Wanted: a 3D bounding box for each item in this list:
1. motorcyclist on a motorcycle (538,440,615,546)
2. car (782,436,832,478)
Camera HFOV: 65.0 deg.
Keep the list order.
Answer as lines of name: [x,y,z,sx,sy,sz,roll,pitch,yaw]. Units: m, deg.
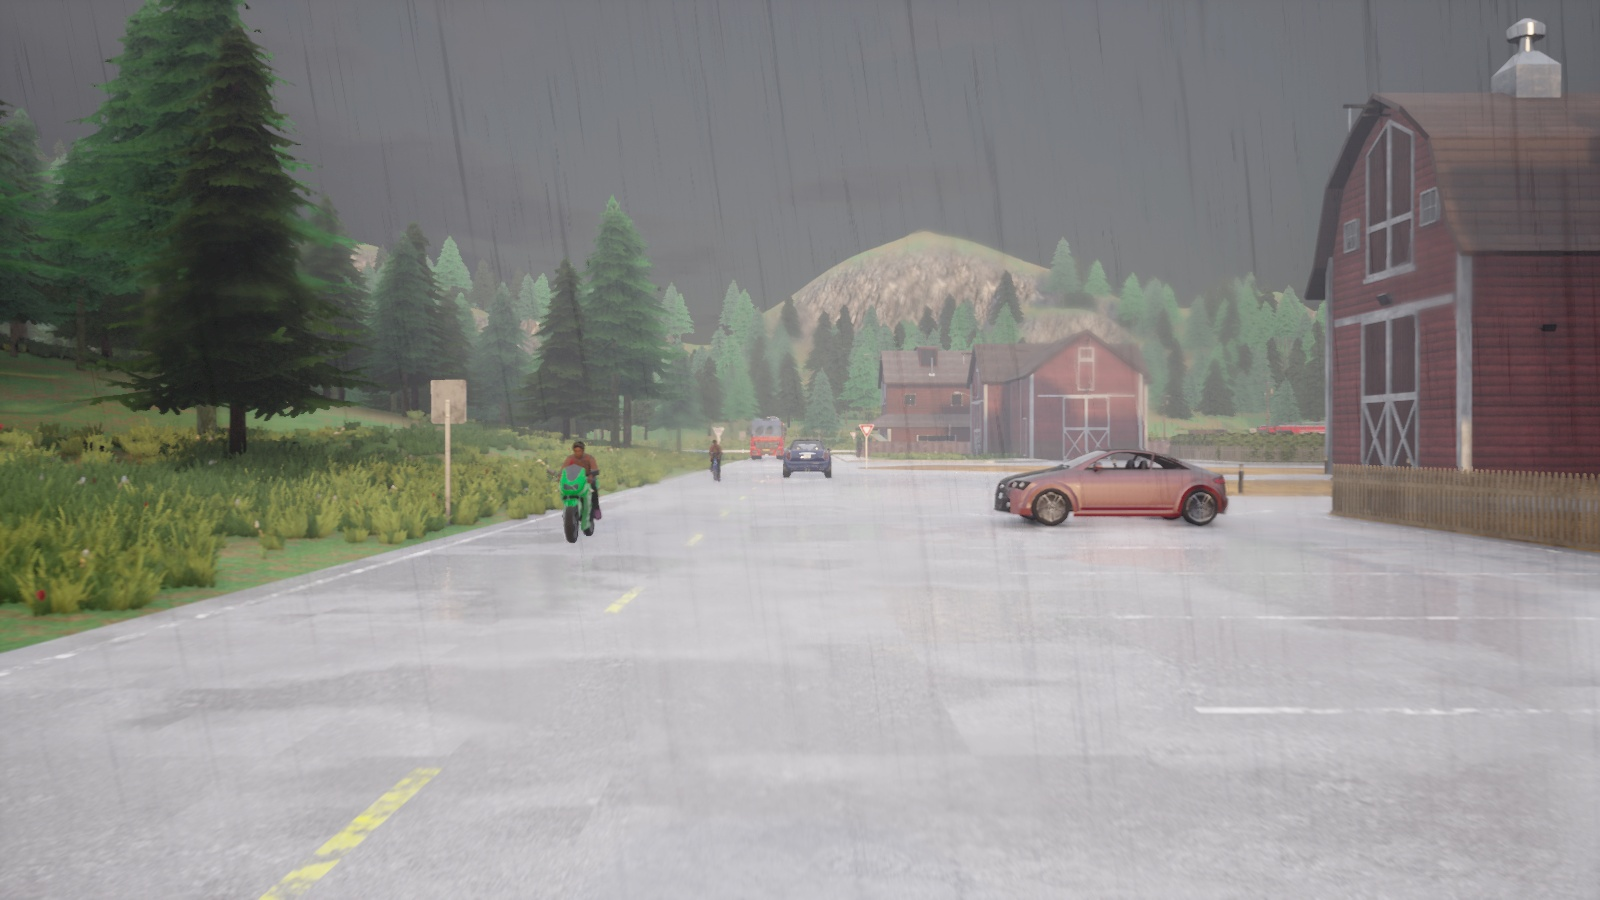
motorcyclist on a motorcycle: [-3.376,0.618,19.125,0.797,1.523,2.044,0,0,0]
car: [0.326,0.296,54.943,2.097,1.767,4.553,0,0,1]
